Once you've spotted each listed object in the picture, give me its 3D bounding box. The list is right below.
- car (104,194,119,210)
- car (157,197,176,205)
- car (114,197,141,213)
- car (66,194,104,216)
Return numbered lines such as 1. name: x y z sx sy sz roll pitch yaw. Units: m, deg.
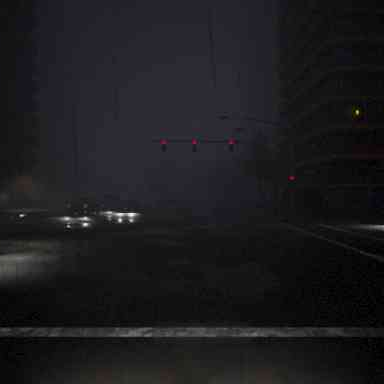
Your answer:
1. car: -10.542 1.221 42.118 2.150 2.045 5.566 0 0 0
2. car: -4.583 1.587 58.871 1.895 1.301 4.718 0 0 -27
3. car: -7.032 1.564 37.480 1.994 1.385 4.181 0 0 1
4. car: -10.563 1.352 32.528 2.097 1.767 4.553 0 0 0
